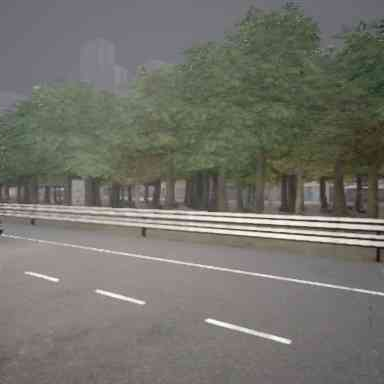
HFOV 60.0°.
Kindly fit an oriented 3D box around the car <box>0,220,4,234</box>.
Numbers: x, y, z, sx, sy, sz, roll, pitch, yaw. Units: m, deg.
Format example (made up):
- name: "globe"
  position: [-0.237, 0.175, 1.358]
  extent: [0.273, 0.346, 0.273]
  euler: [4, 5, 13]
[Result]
- name: "car"
  position: [-11.207, 1.548, 16.164]
  extent: [5.357, 1.411, 2.033]
  euler: [0, 0, 36]
